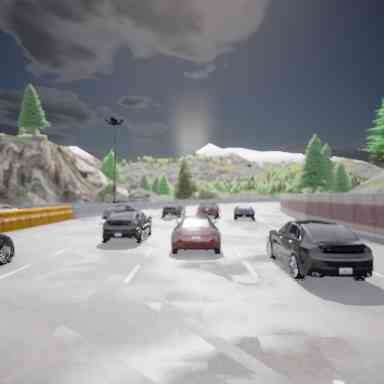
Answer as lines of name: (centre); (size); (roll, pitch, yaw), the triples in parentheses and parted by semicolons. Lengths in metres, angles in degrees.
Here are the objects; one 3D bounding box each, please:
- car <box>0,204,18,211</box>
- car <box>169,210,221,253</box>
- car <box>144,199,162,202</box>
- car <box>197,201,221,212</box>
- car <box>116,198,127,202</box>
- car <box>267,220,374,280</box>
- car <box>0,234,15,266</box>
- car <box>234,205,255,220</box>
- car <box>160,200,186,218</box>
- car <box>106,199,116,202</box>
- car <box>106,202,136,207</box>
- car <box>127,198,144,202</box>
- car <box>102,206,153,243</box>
car: (-16.713, 1.804, 28.372); (1.812, 1.442, 4.674); (0, -1, 6)
car: (0.195, 1.709, 14.474); (1.994, 1.385, 4.181); (0, -1, 1)
car: (-7.290, 2.156, 68.331); (1.882, 1.535, 5.008); (0, 0, 21)
car: (1.742, 1.687, 33.511); (2.097, 1.767, 4.553); (0, -1, 8)
car: (-13.658, 2.058, 71.257); (2.097, 1.767, 4.553); (0, -1, 21)
car: (3.639, 1.611, 10.244); (1.837, 1.490, 4.892); (0, 0, 0)
car: (-6.871, 1.597, 9.210); (1.837, 1.490, 4.892); (0, 0, 1)
car: (5.037, 1.924, 32.201); (1.895, 1.301, 4.718); (0, -1, 8)
car: (-1.755, 1.843, 33.896); (1.837, 1.490, 4.892); (0, -1, 8)
car: (-16.849, 2.192, 72.695); (1.882, 1.535, 5.008); (0, -1, 21)
car: (-6.001, 1.830, 28.516); (2.033, 1.411, 5.357); (0, -1, 6)
car: (-10.850, 2.159, 68.800); (1.882, 1.535, 5.008); (0, -1, 19)
car: (-3.236, 1.677, 17.270); (1.837, 1.490, 4.892); (0, -1, 2)
